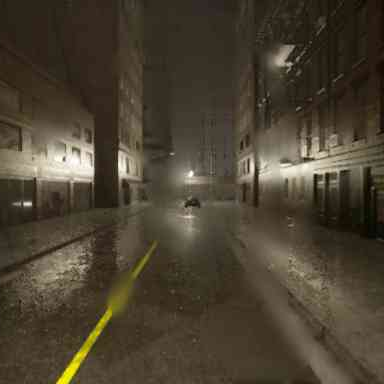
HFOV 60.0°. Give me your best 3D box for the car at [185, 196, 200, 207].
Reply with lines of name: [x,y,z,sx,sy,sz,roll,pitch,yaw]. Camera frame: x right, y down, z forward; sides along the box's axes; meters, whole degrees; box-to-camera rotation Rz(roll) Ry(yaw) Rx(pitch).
car: [0.099,1.266,43.823,1.994,1.385,4.181,0,0,0]

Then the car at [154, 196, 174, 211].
car: [-3.073,1.230,37.258,2.128,1.511,4.902,0,0,0]
